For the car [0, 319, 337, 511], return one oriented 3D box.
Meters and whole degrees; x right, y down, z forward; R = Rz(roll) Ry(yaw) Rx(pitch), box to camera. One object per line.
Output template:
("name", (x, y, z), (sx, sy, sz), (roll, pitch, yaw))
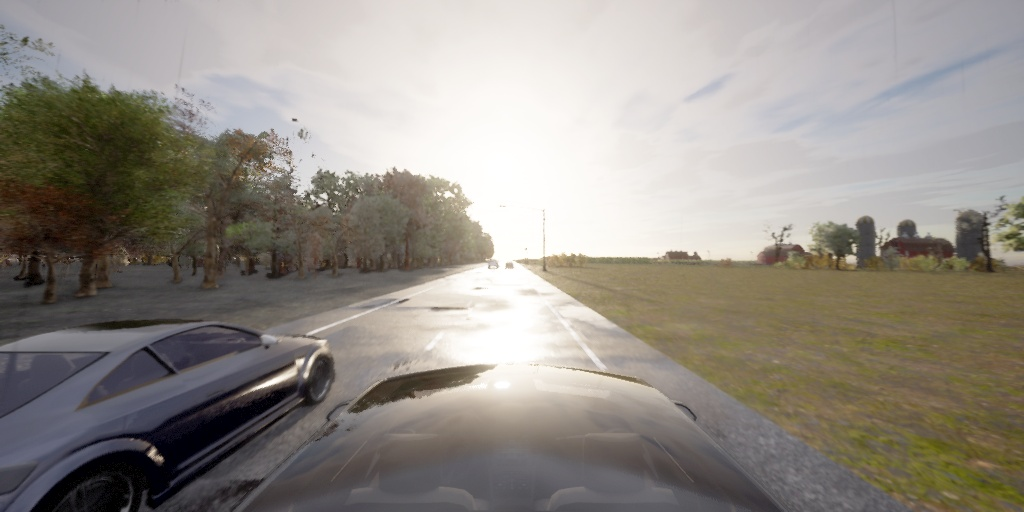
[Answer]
("car", (-3.576, 1.323, 3.636), (1.994, 1.385, 4.181), (0, -1, 0))
